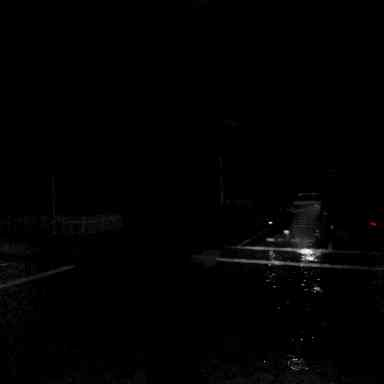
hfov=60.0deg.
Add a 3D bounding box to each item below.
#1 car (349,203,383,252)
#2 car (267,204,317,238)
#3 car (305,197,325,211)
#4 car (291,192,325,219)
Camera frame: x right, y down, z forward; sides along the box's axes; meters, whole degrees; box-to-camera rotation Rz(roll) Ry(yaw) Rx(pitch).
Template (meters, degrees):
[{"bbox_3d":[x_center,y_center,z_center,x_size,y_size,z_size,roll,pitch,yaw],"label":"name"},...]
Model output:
[{"bbox_3d":[7.517,1.194,12.975,2.097,1.767,4.553,-1,0,18],"label":"car"},{"bbox_3d":[5.241,1.515,17.408,1.895,1.301,4.718,-2,0,24],"label":"car"},{"bbox_3d":[14.305,1.351,38.449,1.895,1.301,4.718,-2,0,23],"label":"car"},{"bbox_3d":[9.479,1.059,27.257,2.150,2.045,5.566,-2,0,23],"label":"car"}]
